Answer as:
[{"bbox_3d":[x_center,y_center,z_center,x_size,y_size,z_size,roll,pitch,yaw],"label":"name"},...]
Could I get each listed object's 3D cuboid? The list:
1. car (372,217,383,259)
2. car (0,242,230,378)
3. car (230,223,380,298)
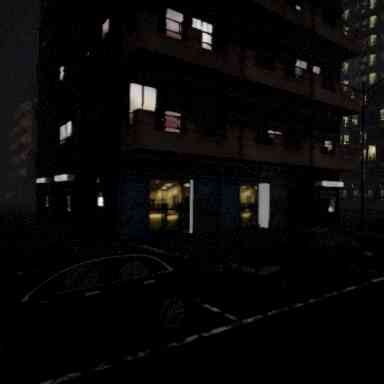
[{"bbox_3d":[7.240,1.555,11.664,4.313,1.339,1.947,0,1,-35],"label":"car"},{"bbox_3d":[-1.782,1.550,5.230,4.403,1.369,2.008,0,1,-35],"label":"car"},{"bbox_3d":[2.730,1.576,8.448,4.206,1.307,1.802,0,1,-35],"label":"car"}]
